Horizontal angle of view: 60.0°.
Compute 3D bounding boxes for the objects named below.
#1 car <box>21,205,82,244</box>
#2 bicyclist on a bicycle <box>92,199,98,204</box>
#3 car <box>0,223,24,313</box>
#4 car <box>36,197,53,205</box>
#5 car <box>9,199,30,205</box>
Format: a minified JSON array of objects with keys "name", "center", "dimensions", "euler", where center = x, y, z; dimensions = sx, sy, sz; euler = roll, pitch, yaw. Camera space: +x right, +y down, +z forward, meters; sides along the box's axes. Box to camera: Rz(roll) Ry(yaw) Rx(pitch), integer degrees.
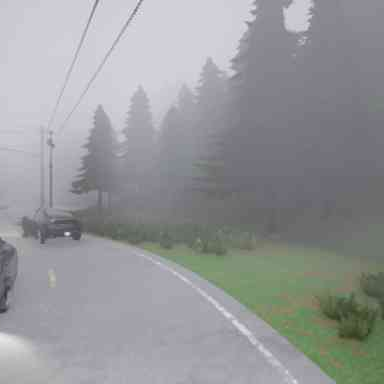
[{"name":"car","center":[-7.201,1.630,16.782],"dimensions":[1.837,1.490,4.892],"euler":[1,-1,-41]},{"name":"bicyclist on a bicycle","center":[-12.088,1.651,41.383],"dimensions":[1.656,1.620,0.582],"euler":[-4,0,-7]},{"name":"car","center":[-4.948,1.622,7.188],"dimensions":[1.994,1.385,4.181],"euler":[0,0,-24]},{"name":"car","center":[-28.644,1.810,64.393],"dimensions":[2.097,1.767,4.553],"euler":[0,-1,-43]},{"name":"car","center":[-36.586,2.105,70.436],"dimensions":[4.718,1.301,1.895],"euler":[0,0,27]}]
